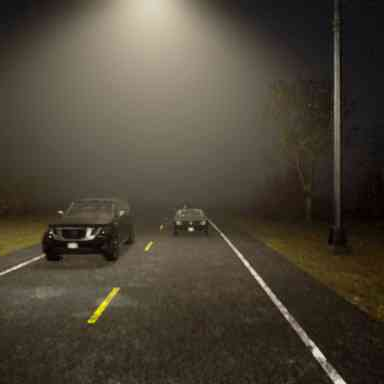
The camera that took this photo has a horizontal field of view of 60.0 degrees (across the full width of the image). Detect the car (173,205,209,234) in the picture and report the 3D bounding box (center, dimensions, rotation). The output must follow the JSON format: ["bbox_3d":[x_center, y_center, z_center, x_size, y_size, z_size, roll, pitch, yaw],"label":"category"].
[{"bbox_3d":[-0.101,1.629,19.257,1.895,1.301,4.718,0,0,-1],"label":"car"}]

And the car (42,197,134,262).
[{"bbox_3d":[-3.584,1.241,12.633,2.150,2.045,5.566,0,0,-1],"label":"car"}]

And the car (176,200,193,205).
[{"bbox_3d":[-0.911,1.603,40.121,1.994,1.385,4.181,0,0,-3],"label":"car"}]
